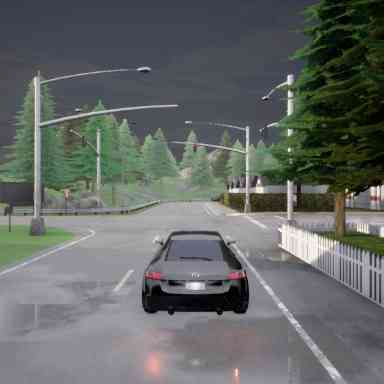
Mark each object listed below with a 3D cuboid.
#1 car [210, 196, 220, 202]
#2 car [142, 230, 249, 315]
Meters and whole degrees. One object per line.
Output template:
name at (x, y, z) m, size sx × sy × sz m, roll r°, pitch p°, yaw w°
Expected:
car at (6.697, 1.525, 72.863) m, size 5.357 × 1.411 × 2.033 m, roll 0°, pitch 0°, yaw -22°
car at (0.075, 1.564, 7.644) m, size 1.994 × 1.385 × 4.181 m, roll 0°, pitch 0°, yaw 1°
